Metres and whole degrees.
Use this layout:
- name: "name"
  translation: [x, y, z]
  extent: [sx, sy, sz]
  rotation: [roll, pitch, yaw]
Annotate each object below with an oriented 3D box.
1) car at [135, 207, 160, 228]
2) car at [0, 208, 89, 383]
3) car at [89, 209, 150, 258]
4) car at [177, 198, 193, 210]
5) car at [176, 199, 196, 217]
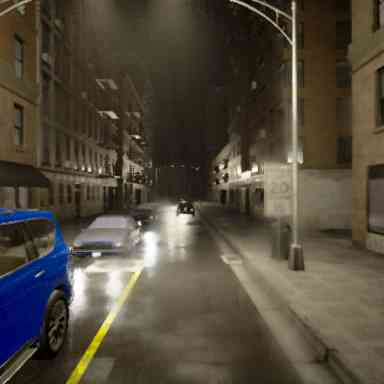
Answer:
- name: "car"
  translation: [-3.312, 1.715, 23.325]
  extent: [1.895, 1.301, 4.718]
  rotation: [0, 0, -1]
- name: "car"
  translation: [-2.888, 1.251, 3.089]
  extent: [2.150, 2.045, 5.566]
  rotation: [0, 0, -1]
- name: "car"
  translation: [-3.107, 1.620, 13.312]
  extent: [2.033, 1.411, 5.357]
  rotation: [0, 0, -1]
- name: "car"
  translation: [-0.936, 1.679, 46.447]
  extent: [2.128, 1.511, 4.902]
  rotation: [0, 0, -1]
- name: "car"
  translation: [-0.628, 1.684, 32.835]
  extent: [2.033, 1.411, 5.357]
  rotation: [0, 0, -1]
